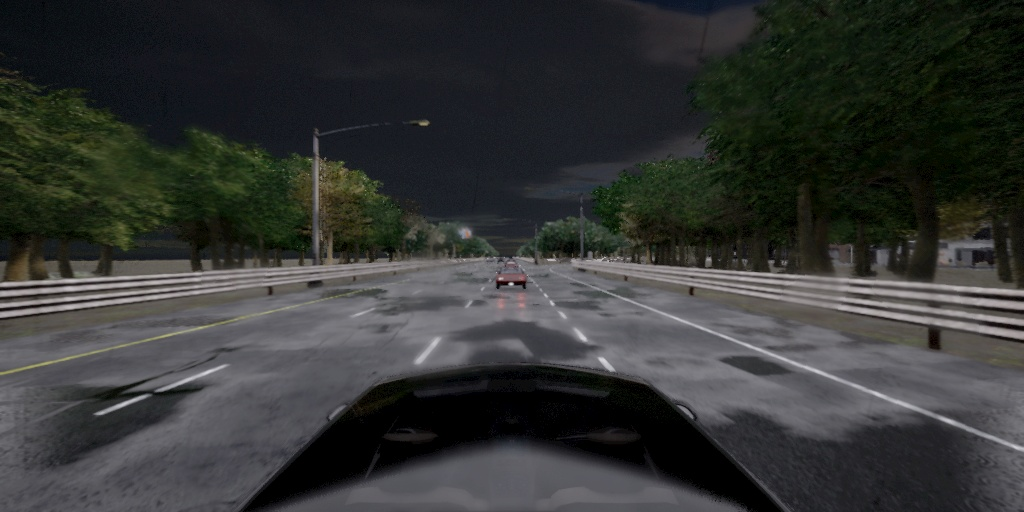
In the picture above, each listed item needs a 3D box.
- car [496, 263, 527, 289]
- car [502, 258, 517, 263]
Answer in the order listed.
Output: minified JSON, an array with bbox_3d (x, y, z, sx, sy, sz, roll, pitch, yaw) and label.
[{"bbox_3d":[-0.046,1.364,23.359,1.895,1.301,4.718,0,0,0],"label":"car"},{"bbox_3d":[-0.097,1.303,47.521,1.812,1.442,4.674,0,0,0],"label":"car"}]
